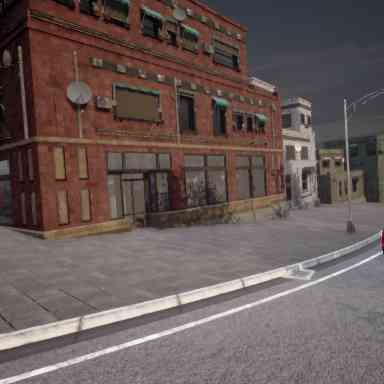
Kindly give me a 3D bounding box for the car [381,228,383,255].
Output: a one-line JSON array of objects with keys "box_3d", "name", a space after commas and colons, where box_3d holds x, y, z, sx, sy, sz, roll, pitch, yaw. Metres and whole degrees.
[{"box_3d": [8.835, 1.298, 12.522, 2.150, 2.045, 5.566, -1, -1, 40], "name": "car"}]
